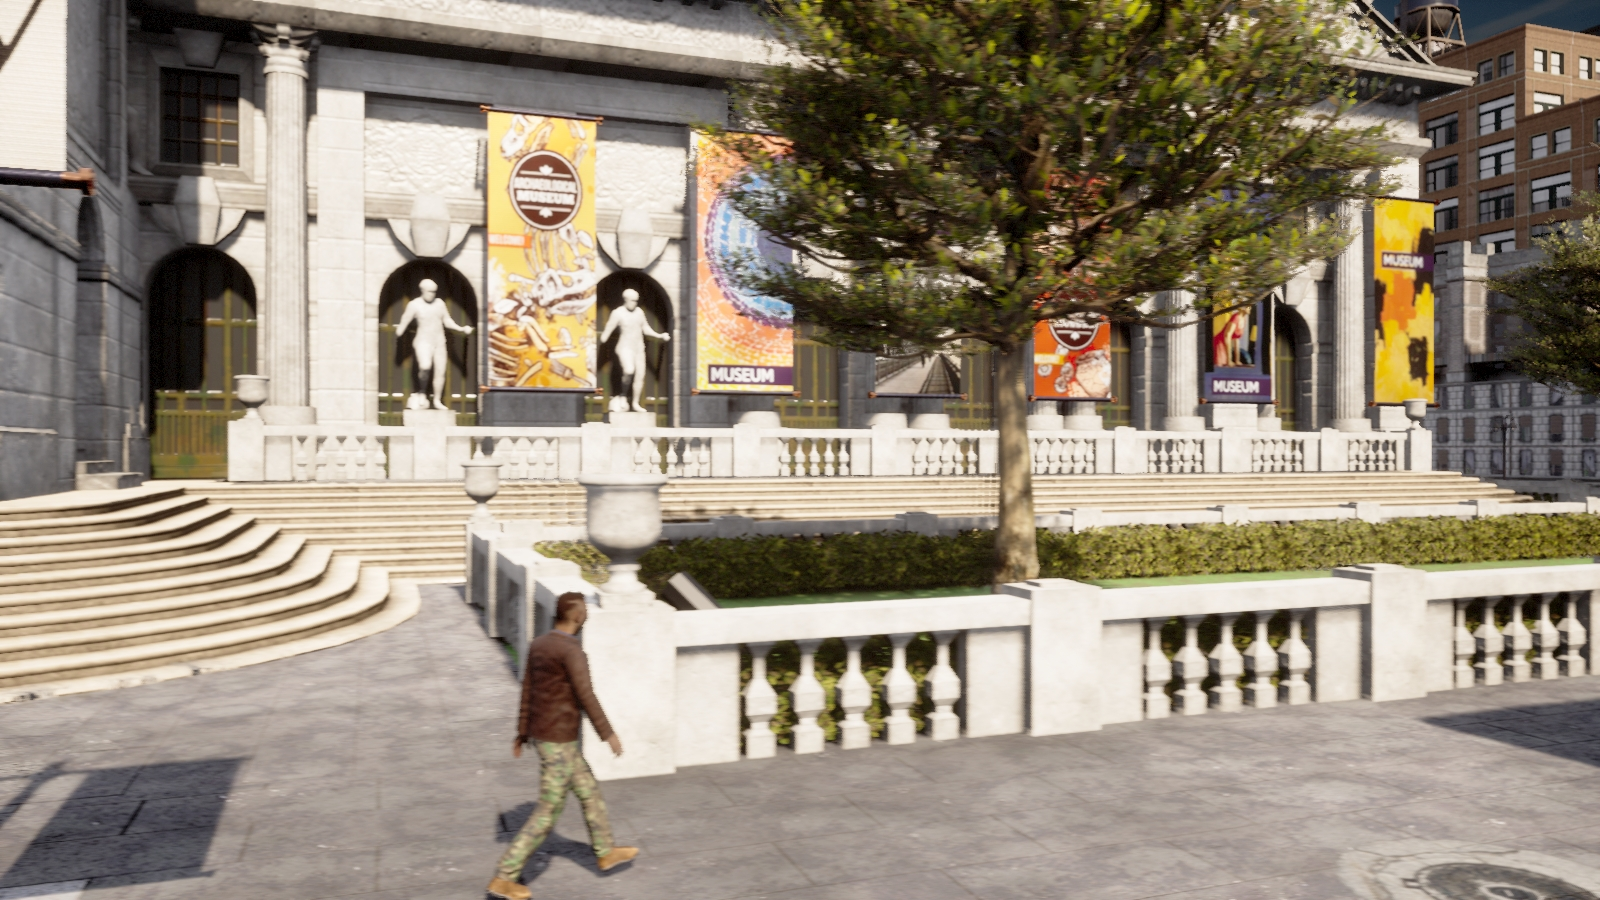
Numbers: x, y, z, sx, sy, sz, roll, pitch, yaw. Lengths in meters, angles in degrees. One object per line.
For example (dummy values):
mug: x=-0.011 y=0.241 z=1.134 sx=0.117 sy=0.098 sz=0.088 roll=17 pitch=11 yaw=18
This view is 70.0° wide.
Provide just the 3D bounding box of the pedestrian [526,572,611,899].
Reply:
pedestrian: x=-1.393 y=1.695 z=6.876 sx=0.375 sy=1.860 sz=0.375 roll=0 pitch=0 yaw=-37
